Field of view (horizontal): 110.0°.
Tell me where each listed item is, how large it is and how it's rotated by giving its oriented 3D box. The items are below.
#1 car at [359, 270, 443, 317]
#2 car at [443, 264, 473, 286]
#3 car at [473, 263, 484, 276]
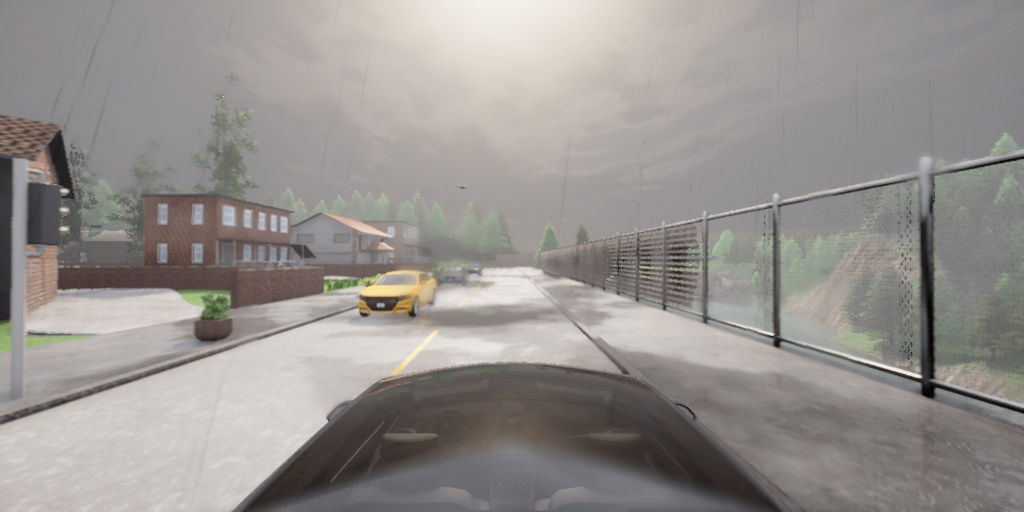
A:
[{"bbox_3d":[-4.215,1.324,13.933,1.882,1.535,5.008,0,0,-1],"label":"car"},{"bbox_3d":[-4.363,1.523,27.182,1.994,1.385,4.181,0,0,-1],"label":"car"},{"bbox_3d":[-4.462,1.651,43.179,1.837,1.490,4.892,0,0,-1],"label":"car"}]
